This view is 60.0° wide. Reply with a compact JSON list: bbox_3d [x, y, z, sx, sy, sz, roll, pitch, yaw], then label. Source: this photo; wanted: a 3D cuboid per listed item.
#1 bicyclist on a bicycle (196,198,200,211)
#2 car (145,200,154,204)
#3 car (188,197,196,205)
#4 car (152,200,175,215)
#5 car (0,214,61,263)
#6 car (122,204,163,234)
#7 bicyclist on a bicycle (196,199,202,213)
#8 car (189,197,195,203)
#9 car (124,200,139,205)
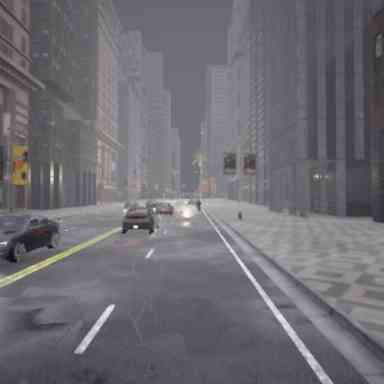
[{"bbox_3d":[0.889,1.872,49.890,0.659,1.776,1.843,0,0,0],"label":"bicyclist on a bicycle"},{"bbox_3d":[-6.549,2.026,54.902,1.882,1.535,5.008,0,0,1],"label":"car"},{"bbox_3d":[-0.008,2.247,74.347,2.033,1.411,5.357,0,0,0],"label":"car"},{"bbox_3d":[-3.153,1.960,39.104,1.994,1.385,4.181,0,-1,0],"label":"car"},{"bbox_3d":[-6.601,1.622,12.521,2.128,1.511,4.902,0,-1,0],"label":"car"},{"bbox_3d":[-3.152,1.723,21.030,1.837,1.490,4.892,0,-1,0],"label":"car"},{"bbox_3d":[0.889,1.784,40.889,0.659,1.776,1.843,0,0,0],"label":"bicyclist on a bicycle"},{"bbox_3d":[-0.010,2.241,91.119,1.837,1.490,4.892,0,0,0],"label":"car"},{"bbox_3d":[-9.800,2.067,54.160,1.812,1.442,4.674,0,0,1],"label":"car"}]
